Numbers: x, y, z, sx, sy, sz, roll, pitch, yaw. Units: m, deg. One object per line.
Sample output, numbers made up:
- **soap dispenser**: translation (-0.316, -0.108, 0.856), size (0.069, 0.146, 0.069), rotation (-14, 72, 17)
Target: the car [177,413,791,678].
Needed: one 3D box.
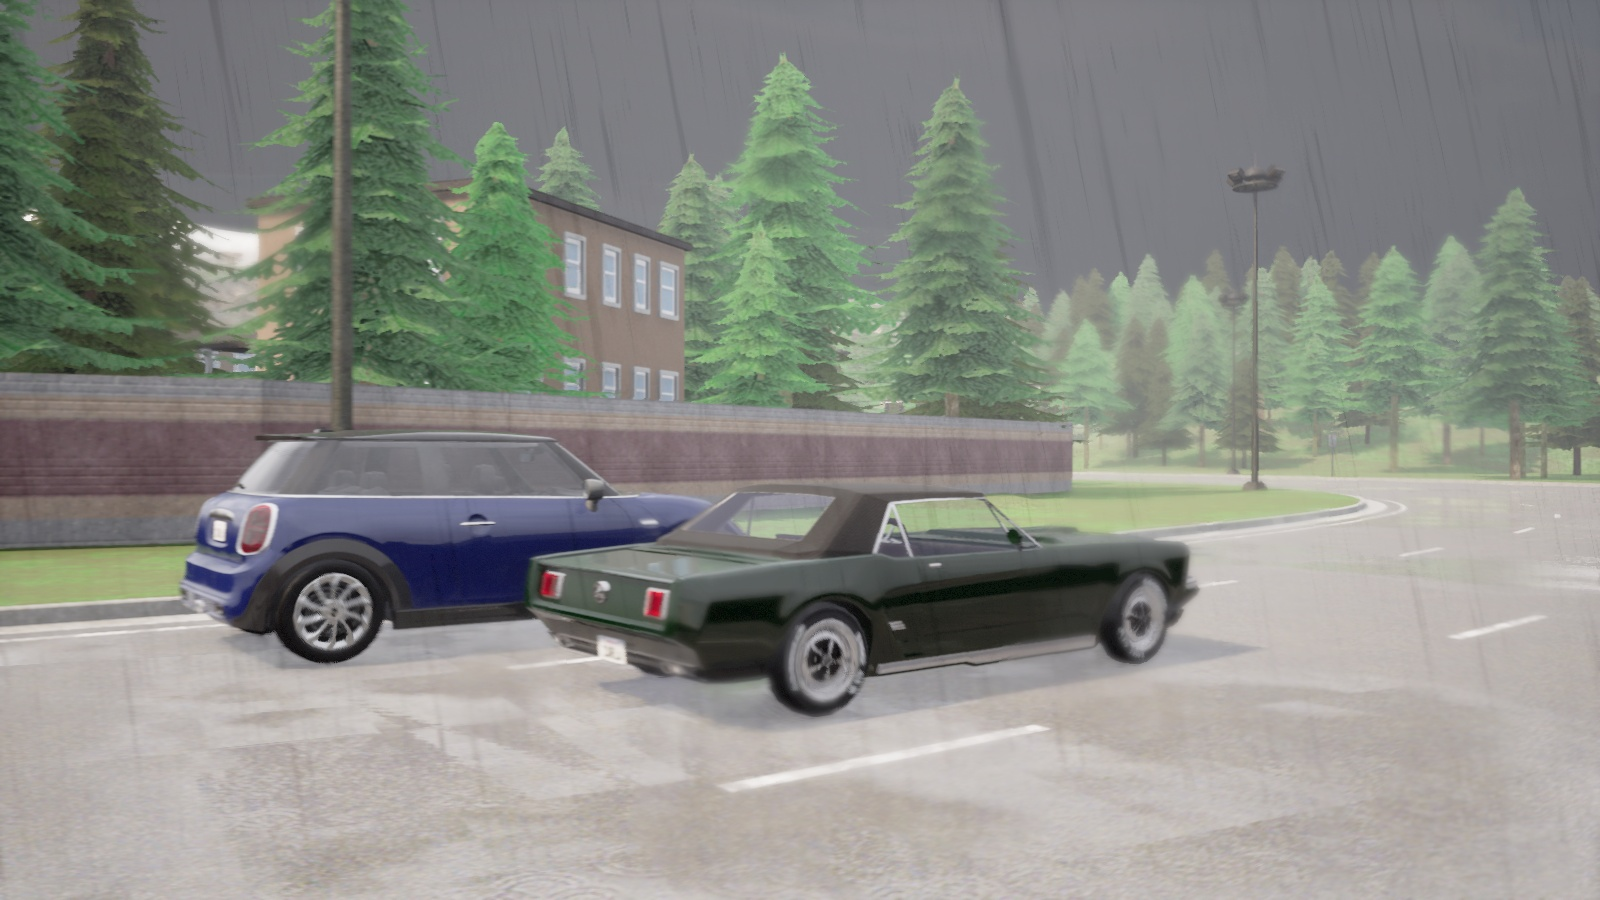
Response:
- **car**: translation (-2.526, 0.638, 10.569), size (4.553, 1.767, 2.097), rotation (0, 0, -37)

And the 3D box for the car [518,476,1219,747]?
- **car**: translation (0.670, 0.868, 8.610), size (4.718, 1.301, 1.895), rotation (0, 0, -38)
